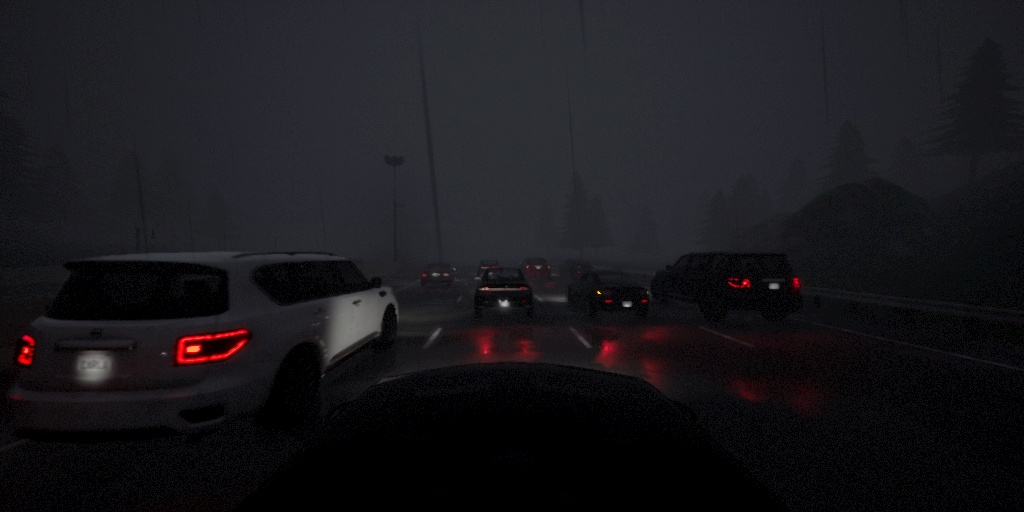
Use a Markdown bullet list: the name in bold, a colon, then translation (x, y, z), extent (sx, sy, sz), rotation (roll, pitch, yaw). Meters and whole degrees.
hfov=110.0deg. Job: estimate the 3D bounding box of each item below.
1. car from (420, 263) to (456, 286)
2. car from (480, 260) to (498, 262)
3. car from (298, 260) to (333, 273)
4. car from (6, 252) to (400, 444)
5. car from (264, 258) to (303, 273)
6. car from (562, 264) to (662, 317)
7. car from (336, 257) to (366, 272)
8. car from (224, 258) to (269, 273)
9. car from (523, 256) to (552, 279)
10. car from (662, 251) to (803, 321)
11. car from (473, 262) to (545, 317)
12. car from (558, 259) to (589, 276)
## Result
- **car**: translation (-4.742, 1.127, 23.309), extent (2.033, 1.411, 5.357), rotation (0, 1, -6)
- **car**: translation (-1.850, 1.021, 28.431), extent (2.128, 1.511, 4.902), rotation (0, 1, -7)
- **car**: translation (-21.121, 1.088, 38.787), extent (1.895, 1.301, 4.718), rotation (0, 1, -11)
- **car**: translation (-3.548, 0.949, 5.689), extent (2.150, 2.045, 5.566), rotation (0, 1, -1)
- **car**: translation (-25.217, 0.990, 39.792), extent (1.837, 1.490, 4.892), rotation (0, 1, -10)
- **car**: translation (3.190, 1.177, 12.510), extent (1.812, 1.442, 4.674), rotation (0, 0, -2)
- **car**: translation (-18.205, 0.941, 40.816), extent (1.882, 1.535, 5.008), rotation (0, 1, -9)
- **car**: translation (-28.762, 0.993, 39.097), extent (2.128, 1.511, 4.902), rotation (0, 1, -13)
- **car**: translation (1.675, 0.873, 28.432), extent (2.097, 1.767, 4.553), rotation (0, 1, -7)
- **car**: translation (6.734, 0.867, 12.068), extent (2.150, 2.045, 5.566), rotation (0, 0, -3)
- **car**: translation (-0.324, 1.150, 12.652), extent (2.128, 1.511, 4.902), rotation (0, 0, -3)
- **car**: translation (5.108, 1.011, 29.250), extent (1.837, 1.490, 4.892), rotation (0, 0, -7)
